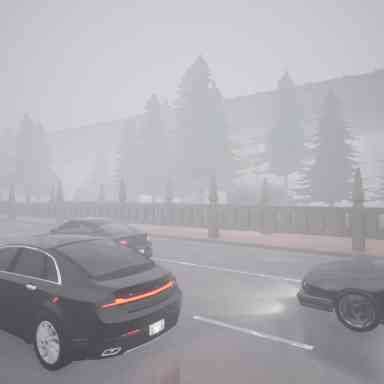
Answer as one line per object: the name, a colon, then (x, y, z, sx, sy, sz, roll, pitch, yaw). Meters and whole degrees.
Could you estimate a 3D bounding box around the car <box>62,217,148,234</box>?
car: (-3.320, 1.526, 10.651, 4.674, 1.442, 1.812, 0, 0, 35)

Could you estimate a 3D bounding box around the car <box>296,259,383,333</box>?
car: (4.492, 1.547, 5.087, 5.357, 1.411, 2.033, 0, 0, 35)

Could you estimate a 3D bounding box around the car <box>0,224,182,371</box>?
car: (-2.428, 1.505, 5.721, 4.892, 1.490, 1.837, 0, 0, 35)
